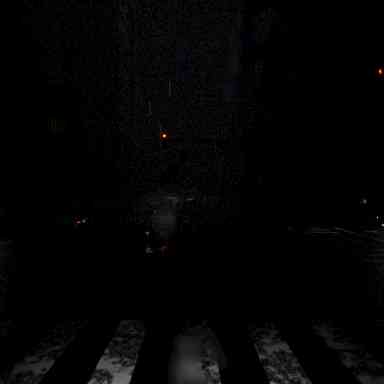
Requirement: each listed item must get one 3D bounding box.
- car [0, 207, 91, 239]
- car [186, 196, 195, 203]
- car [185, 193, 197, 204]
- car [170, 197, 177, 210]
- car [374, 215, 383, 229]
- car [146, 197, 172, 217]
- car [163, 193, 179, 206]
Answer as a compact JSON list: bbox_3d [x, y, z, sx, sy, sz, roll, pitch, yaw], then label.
[{"bbox_3d":[-7.823,1.464,16.330,5.357,1.411,2.033,0,1,0],"label":"car"},{"bbox_3d":[-0.242,1.584,73.075,1.895,1.301,4.718,0,0,0],"label":"car"},{"bbox_3d":[-0.118,1.481,61.007,2.128,1.511,4.902,0,0,0],"label":"car"},{"bbox_3d":[-3.261,1.592,41.610,1.895,1.301,4.718,0,0,0],"label":"car"},{"bbox_3d":[13.487,1.653,19.654,4.718,1.301,1.895,0,1,0],"label":"car"},{"bbox_3d":[-3.221,1.518,31.650,1.812,1.442,4.674,0,0,-1],"label":"car"},{"bbox_3d":[-3.288,1.212,52.702,2.150,2.045,5.566,0,0,-1],"label":"car"}]
